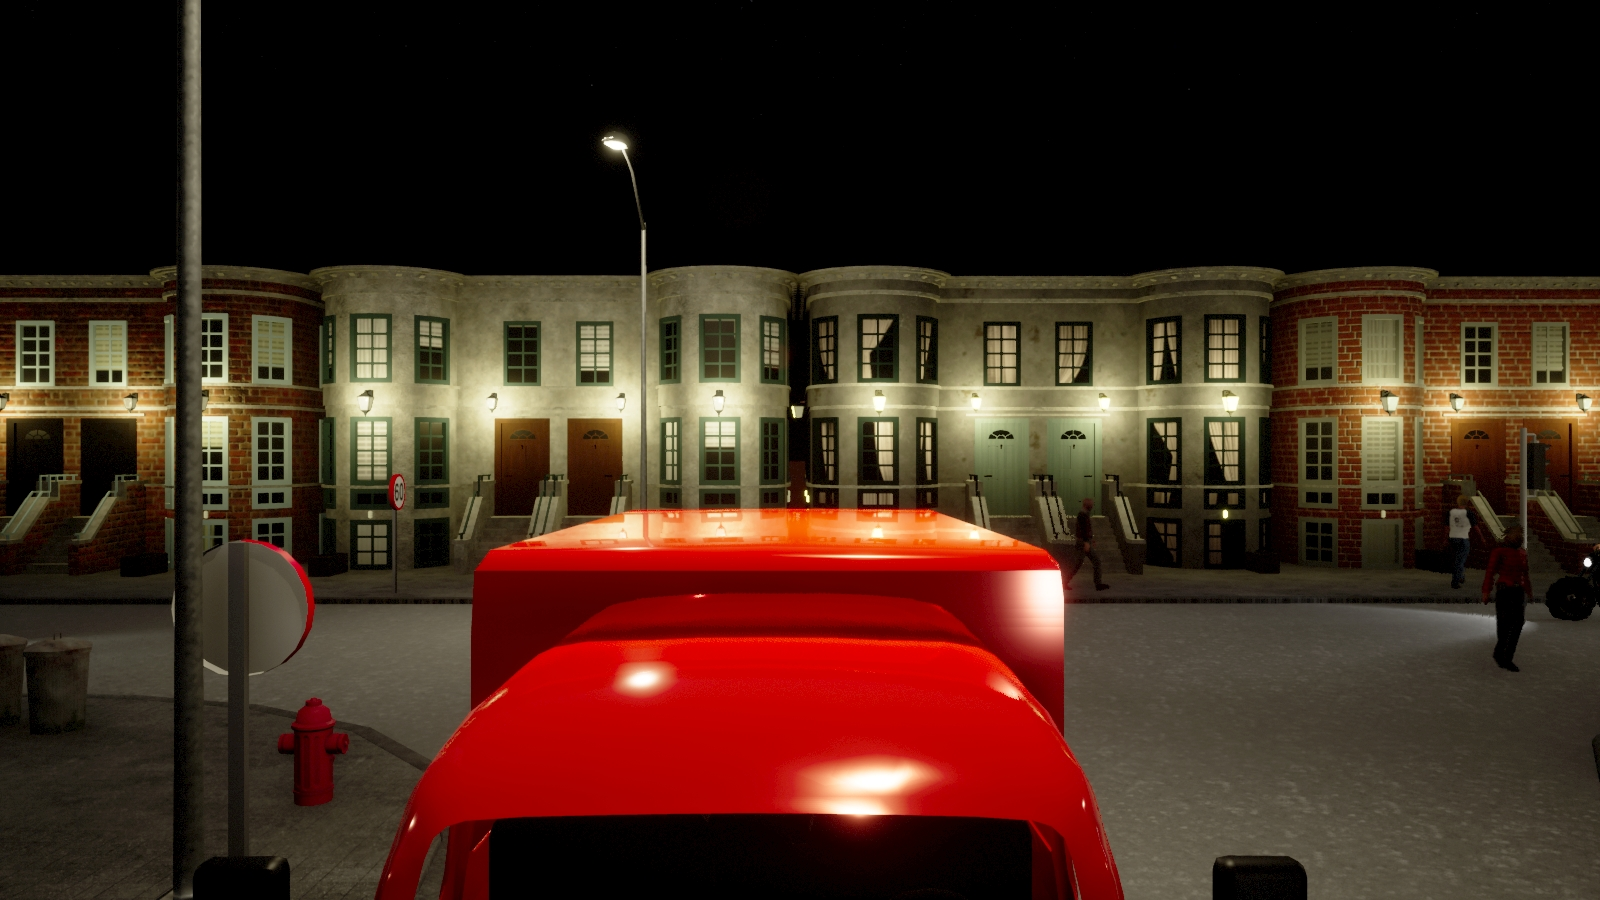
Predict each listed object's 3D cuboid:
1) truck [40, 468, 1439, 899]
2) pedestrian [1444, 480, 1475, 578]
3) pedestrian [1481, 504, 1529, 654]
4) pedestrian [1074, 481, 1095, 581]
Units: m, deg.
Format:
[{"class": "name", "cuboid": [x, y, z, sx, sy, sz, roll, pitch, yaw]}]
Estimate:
[{"class": "truck", "cuboid": [-0.117, 1.348, 4.748, 2.627, 2.467, 5.204, 0, 0, 0]}, {"class": "pedestrian", "cuboid": [12.794, 1.524, 22.158, 0.375, 1.860, 0.375, 0, 0, -30]}, {"class": "pedestrian", "cuboid": [8.947, 1.629, 14.512, 0.375, 1.860, 0.375, 0, 0, -2]}, {"class": "pedestrian", "cuboid": [5.387, 1.525, 21.670, 0.375, 1.860, 0.375, 0, 0, 12]}]
